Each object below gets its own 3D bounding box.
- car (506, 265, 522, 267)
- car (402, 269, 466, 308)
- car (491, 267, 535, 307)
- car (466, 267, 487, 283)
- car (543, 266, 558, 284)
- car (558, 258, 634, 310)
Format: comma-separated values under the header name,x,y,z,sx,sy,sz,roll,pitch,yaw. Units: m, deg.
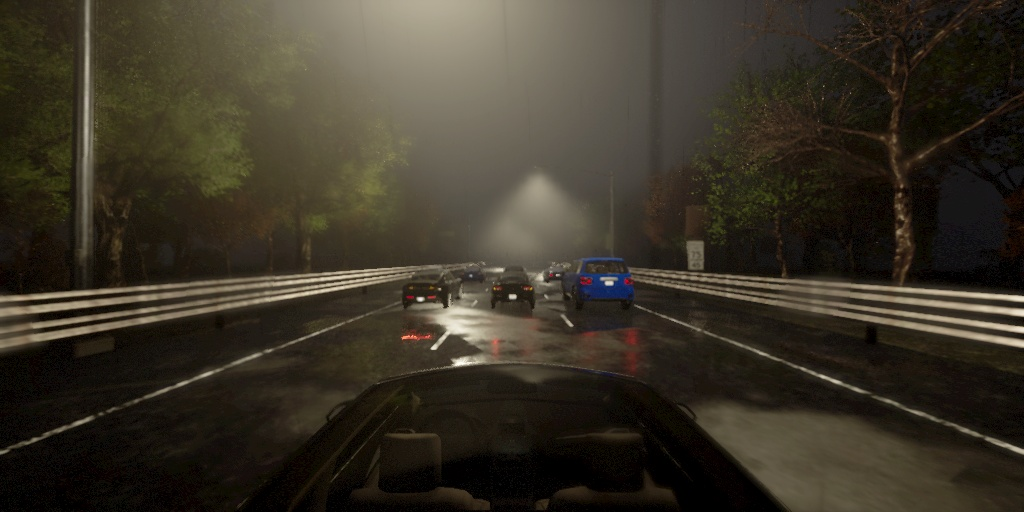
name,x,y,z,sx,sy,sz,roll,pitch,yaw
car,0.212,1.508,31.152,1.882,1.535,5.008,0,0,1
car,-3.447,1.395,16.033,1.837,1.490,4.892,0,0,1
car,0.056,1.414,16.099,1.812,1.442,4.674,0,0,1
car,-3.292,1.593,30.991,1.994,1.385,4.181,0,0,1
car,3.699,1.572,30.608,2.033,1.411,5.357,0,-1,1
car,3.546,1.101,15.694,2.150,2.045,5.566,0,0,0
